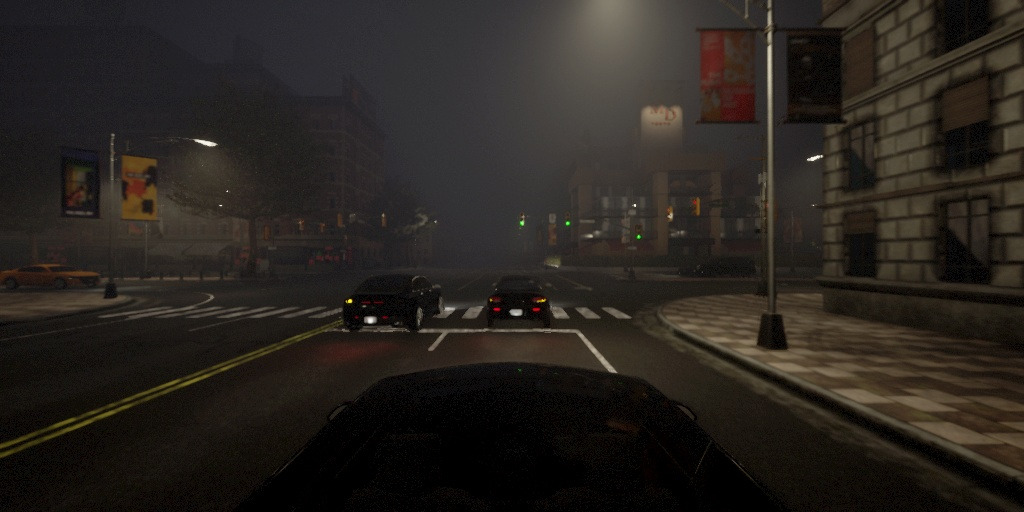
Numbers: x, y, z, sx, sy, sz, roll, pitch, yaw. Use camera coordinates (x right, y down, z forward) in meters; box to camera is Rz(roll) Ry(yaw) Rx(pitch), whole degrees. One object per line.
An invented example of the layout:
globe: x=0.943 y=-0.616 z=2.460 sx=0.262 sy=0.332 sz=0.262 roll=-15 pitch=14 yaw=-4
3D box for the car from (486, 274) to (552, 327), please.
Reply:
car: x=0.295 y=1.309 z=11.645 sx=1.812 sy=1.442 sz=4.674 roll=0 pitch=0 yaw=4

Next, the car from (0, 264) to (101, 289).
car: x=-29.691 y=1.296 z=23.182 sx=5.008 sy=1.535 sz=1.882 roll=0 pitch=0 yaw=0

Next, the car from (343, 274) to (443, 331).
car: x=-3.398 y=1.286 z=11.038 sx=1.837 sy=1.490 sz=4.892 roll=0 pitch=0 yaw=0

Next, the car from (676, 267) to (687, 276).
car: x=20.439 y=1.421 z=38.059 sx=5.357 sy=1.411 sz=2.033 roll=0 pitch=0 yaw=0

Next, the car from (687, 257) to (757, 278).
car: x=20.395 y=1.083 z=34.544 sx=5.566 sy=2.045 sz=2.150 roll=0 pitch=0 yaw=2
